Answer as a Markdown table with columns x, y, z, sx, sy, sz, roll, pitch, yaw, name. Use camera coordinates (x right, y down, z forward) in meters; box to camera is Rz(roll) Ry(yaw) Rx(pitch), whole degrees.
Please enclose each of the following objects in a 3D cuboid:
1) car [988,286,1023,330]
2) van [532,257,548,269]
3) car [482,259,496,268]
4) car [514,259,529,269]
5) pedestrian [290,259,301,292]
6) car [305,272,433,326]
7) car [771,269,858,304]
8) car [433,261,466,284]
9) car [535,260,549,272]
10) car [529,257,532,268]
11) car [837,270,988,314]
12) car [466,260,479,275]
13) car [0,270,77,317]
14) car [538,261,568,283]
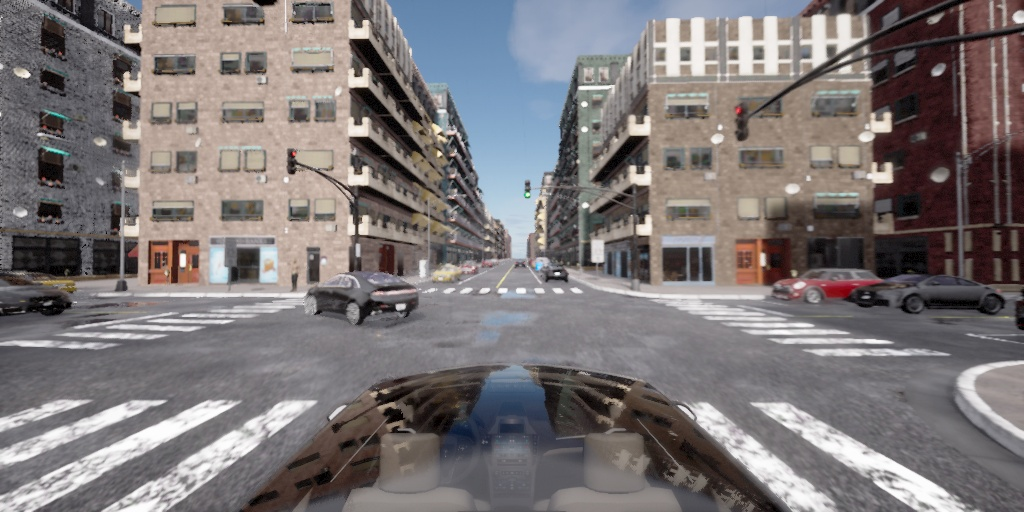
| x | y | z | sx | sy | sz | roll | pitch | yaw | name |
| --- | --- | --- | --- | --- | --- | --- | --- | --- | --- |
| 13.717 | 1.255 | 7.642 | 4.313 | 1.339 | 1.948 | 0 | 0 | 2 | car |
| 3.731 | 1.105 | 45.021 | 1.690 | 1.789 | 3.998 | 0 | 0 | 1 | van |
| -4.257 | 1.370 | 62.138 | 1.888 | 1.381 | 4.507 | 0 | 0 | 1 | car |
| 1.372 | 1.316 | 58.927 | 1.812 | 1.442 | 4.674 | 0 | 0 | 1 | car |
| -12.086 | 1.037 | 19.893 | 0.375 | 1.860 | 0.375 | 0 | -1 | 2 | pedestrian |
| -5.110 | 1.278 | 11.922 | 4.902 | 1.511 | 2.128 | 0 | -1 | 39 | car |
| 14.014 | 1.282 | 16.016 | 4.097 | 1.591 | 1.967 | 0 | 0 | 2 | car |
| -5.040 | 1.324 | 28.121 | 1.751 | 1.417 | 4.829 | 0 | 0 | 1 | car |
| 3.472 | 1.307 | 33.740 | 2.007 | 1.370 | 4.403 | 0 | 0 | 1 | car |
| 3.995 | 1.299 | 56.474 | 1.751 | 1.417 | 4.829 | 0 | 0 | 1 | car |
| 15.266 | 1.359 | 13.396 | 4.181 | 1.385 | 1.994 | 0 | -1 | 2 | car |
| -4.777 | 1.246 | 39.573 | 1.967 | 1.591 | 4.097 | 0 | 0 | 1 | car |
| -16.880 | 1.241 | 11.287 | 4.892 | 1.490 | 1.837 | 0 | -1 | 3 | car |
| 3.342 | 1.318 | 28.099 | 1.948 | 1.339 | 4.313 | 0 | 0 | 1 | car |
